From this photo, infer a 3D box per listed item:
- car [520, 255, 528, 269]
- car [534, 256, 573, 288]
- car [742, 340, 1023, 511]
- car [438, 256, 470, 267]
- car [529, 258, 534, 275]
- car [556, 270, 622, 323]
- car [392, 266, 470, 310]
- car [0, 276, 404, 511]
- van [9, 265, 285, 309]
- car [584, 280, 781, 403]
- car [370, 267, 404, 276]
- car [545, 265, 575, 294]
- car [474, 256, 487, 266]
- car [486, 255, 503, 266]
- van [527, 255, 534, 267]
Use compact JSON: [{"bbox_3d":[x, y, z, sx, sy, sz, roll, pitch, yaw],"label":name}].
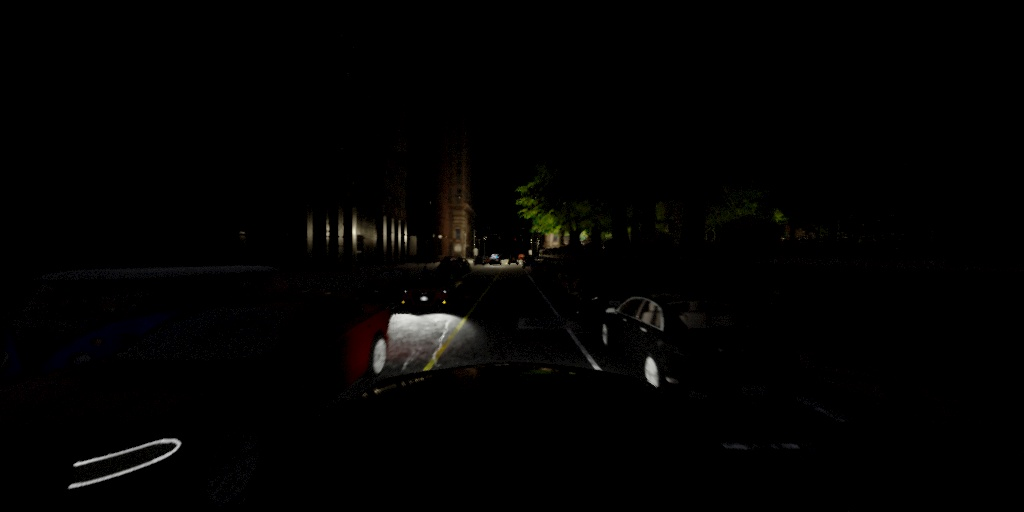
[{"bbox_3d":[2.531,1.012,51.754,1.837,1.490,4.892,0,0,0],"label":"car"},{"bbox_3d":[2.832,1.011,22.862,2.192,1.841,5.009,0,0,0],"label":"car"},{"bbox_3d":[2.751,1.341,0.758,1.802,1.307,4.207,0,0,0],"label":"car"},{"bbox_3d":[-5.653,0.927,33.934,2.192,1.841,5.009,0,0,0],"label":"car"},{"bbox_3d":[2.872,1.182,33.914,1.888,1.381,4.507,0,0,0],"label":"car"},{"bbox_3d":[2.789,1.303,11.809,1.948,1.339,4.313,0,0,0],"label":"car"},{"bbox_3d":[-3.051,1.277,14.433,1.994,1.385,4.181,0,0,0],"label":"car"},{"bbox_3d":[-3.097,1.215,4.448,1.882,1.535,5.008,0,0,0],"label":"car"},{"bbox_3d":[-5.754,1.067,6.304,1.690,1.789,3.998,0,0,0],"label":"van"},{"bbox_3d":[2.771,1.301,6.284,2.007,1.370,4.403,0,0,0],"label":"car"},{"bbox_3d":[-5.714,1.240,17.356,1.888,1.381,4.507,0,0,0],"label":"car"},{"bbox_3d":[2.811,1.301,17.336,1.802,1.307,4.207,0,0,0],"label":"car"},{"bbox_3d":[-5.552,0.962,61.555,2.007,1.370,4.403,0,0,0],"label":"car"},{"bbox_3d":[-2.818,0.981,61.679,1.994,1.385,4.181,0,0,1],"label":"car"},{"bbox_3d":[2.893,0.940,39.437,1.690,1.789,3.998,0,0,0],"label":"van"}]
